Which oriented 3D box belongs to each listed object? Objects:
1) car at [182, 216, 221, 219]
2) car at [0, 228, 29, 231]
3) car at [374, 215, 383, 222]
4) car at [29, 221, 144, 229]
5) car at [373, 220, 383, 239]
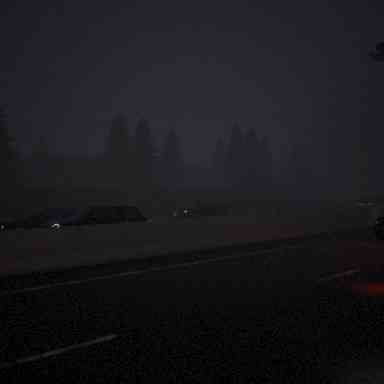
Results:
[{"bbox_3d":[0.742,1.388,26.072,4.902,1.511,2.128,0,0,-36],"label":"car"},{"bbox_3d":[-6.967,1.453,16.220,5.008,1.535,1.882,0,0,-36],"label":"car"},{"bbox_3d":[10.117,1.413,15.278,4.674,1.442,1.812,0,0,-36],"label":"car"},{"bbox_3d":[-4.048,1.322,14.013,4.553,1.767,2.097,0,0,-36],"label":"car"},{"bbox_3d":[7.317,1.474,8.965,5.357,1.411,2.033,0,0,-35],"label":"car"}]
